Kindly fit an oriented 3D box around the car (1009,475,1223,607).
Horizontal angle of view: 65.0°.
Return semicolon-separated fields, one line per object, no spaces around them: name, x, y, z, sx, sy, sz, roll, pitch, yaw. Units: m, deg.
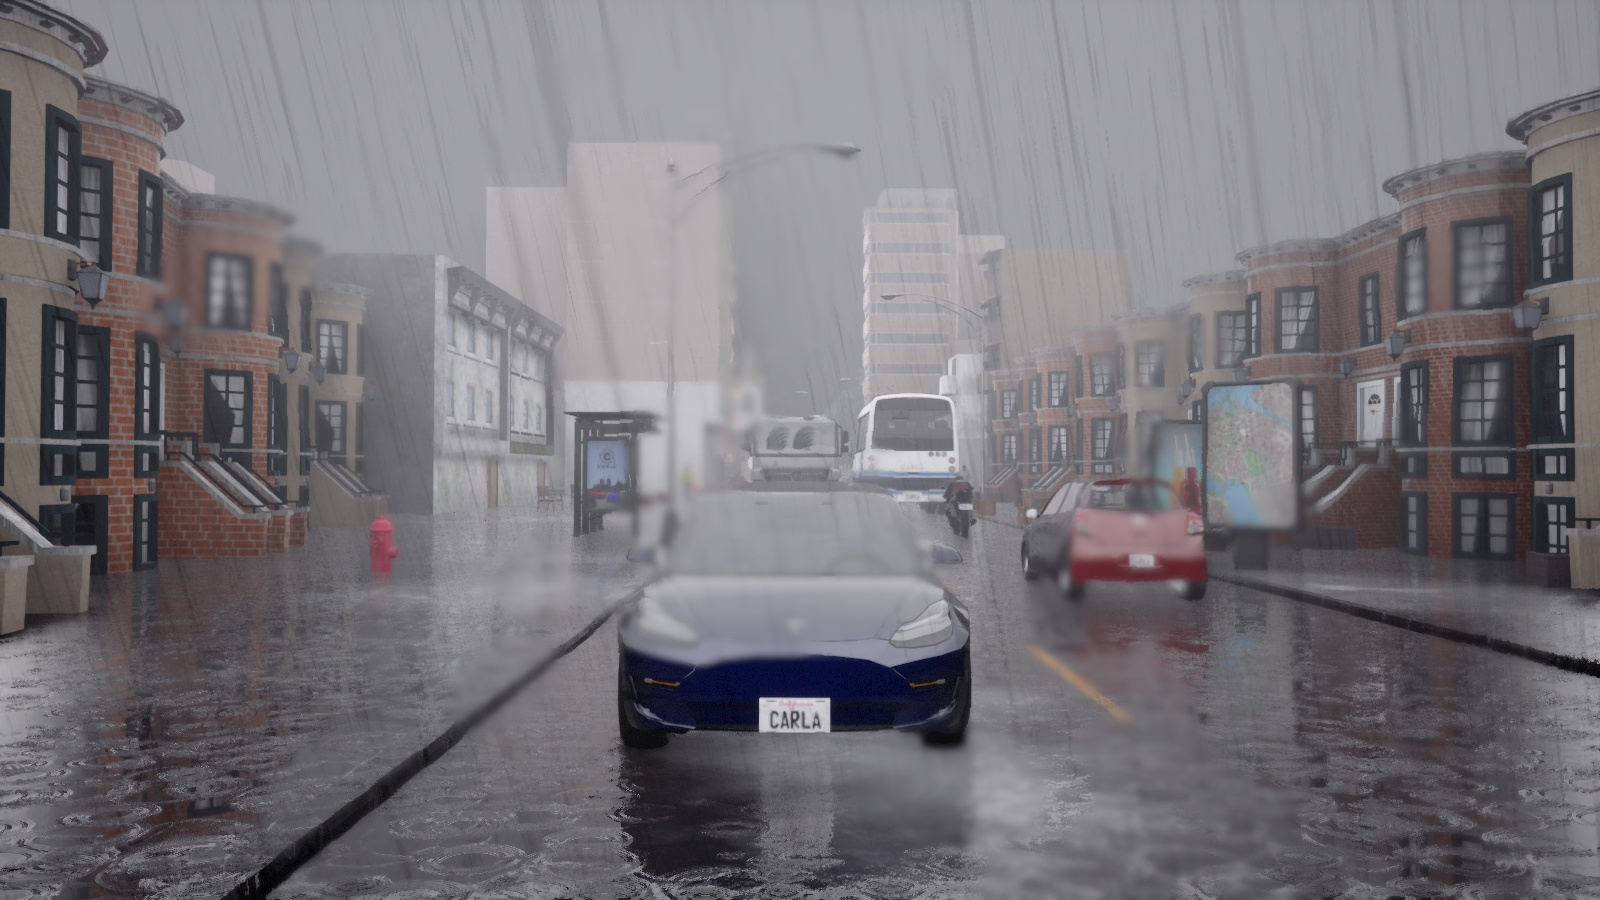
car;3.956;1.087;16.315;1.845;1.501;3.633;0;-1;0

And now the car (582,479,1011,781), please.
car;-0.024;0.962;8.751;2.163;1.488;4.792;0;-1;0

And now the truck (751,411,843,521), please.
truck;-0.121;0.567;43.642;2.891;3.462;7.936;0;-1;0

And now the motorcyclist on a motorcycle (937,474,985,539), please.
motorcyclist on a motorcycle;3.918;1.351;30.739;0.866;1.530;2.191;0;-1;0

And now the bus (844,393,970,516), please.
bus;3.864;0.239;48.513;3.944;4.253;10.273;0;-1;0

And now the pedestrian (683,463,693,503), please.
pedestrian;-5.173;1.518;57.809;0.354;1.836;0.706;0;-1;-12
